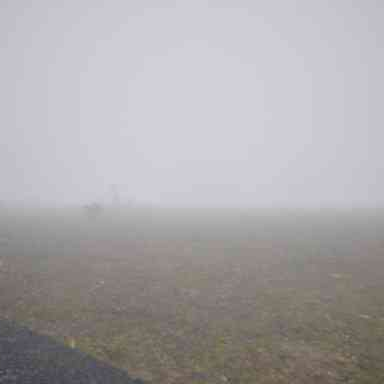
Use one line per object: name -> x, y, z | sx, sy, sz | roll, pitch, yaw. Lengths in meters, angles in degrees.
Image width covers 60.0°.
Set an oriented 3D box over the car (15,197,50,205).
car -> -28.797, 1.661, 60.837 | 2.033, 1.411, 5.357 | 0, 0, 34
